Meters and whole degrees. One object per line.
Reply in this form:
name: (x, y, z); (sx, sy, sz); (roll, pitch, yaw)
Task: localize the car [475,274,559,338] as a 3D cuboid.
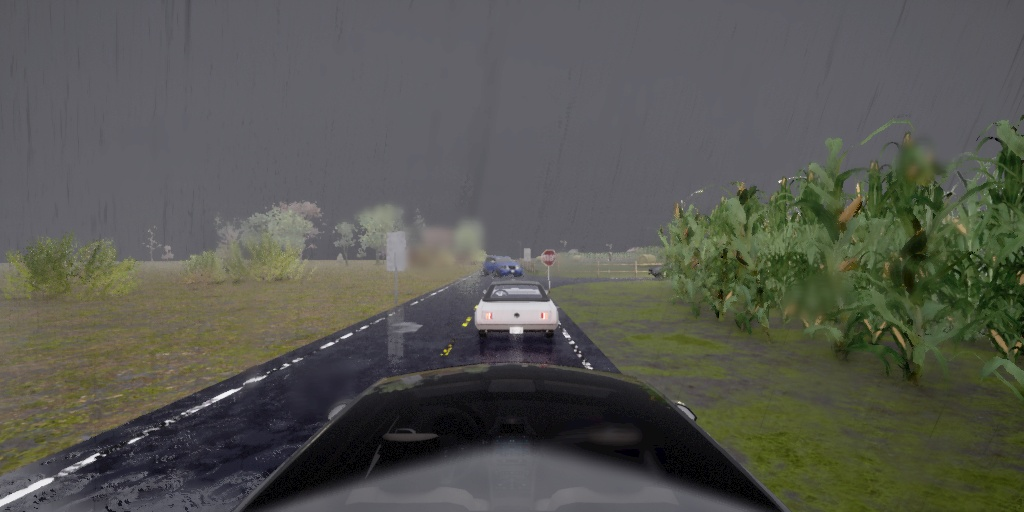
car: (0.102, 1.354, 10.145); (1.895, 1.301, 4.718); (0, 0, 0)

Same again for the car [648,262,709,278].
car: (14.400, 1.140, 31.156); (4.892, 1.490, 1.837); (-1, -1, -1)

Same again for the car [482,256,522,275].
car: (-1.074, 0.990, 33.825); (2.150, 2.045, 5.566); (-1, 0, -24)
